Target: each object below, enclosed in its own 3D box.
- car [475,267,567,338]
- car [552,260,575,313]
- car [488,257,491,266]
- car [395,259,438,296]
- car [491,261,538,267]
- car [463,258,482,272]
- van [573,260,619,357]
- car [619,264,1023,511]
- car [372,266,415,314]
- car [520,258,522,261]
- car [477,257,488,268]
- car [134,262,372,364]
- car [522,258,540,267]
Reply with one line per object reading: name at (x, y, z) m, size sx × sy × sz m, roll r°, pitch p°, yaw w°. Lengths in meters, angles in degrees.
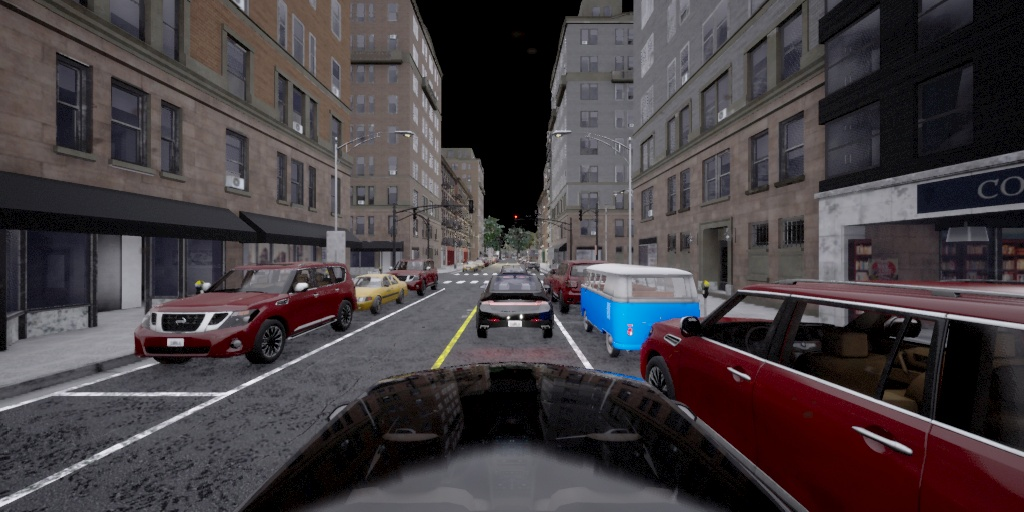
car at (0.083, 1.241, 10.124) m, size 2.128 × 1.511 × 4.902 m, roll 0°, pitch 0°, yaw 0°
car at (2.652, 1.064, 13.928) m, size 2.192 × 1.841 × 5.009 m, roll 0°, pitch 0°, yaw 0°
car at (-5.337, 1.061, 63.070) m, size 2.192 × 1.841 × 5.009 m, roll 0°, pitch 0°, yaw 0°
car at (-5.380, 1.063, 19.617) m, size 2.192 × 1.841 × 5.009 m, roll 0°, pitch 0°, yaw 0°
car at (0.091, 1.240, 20.175) m, size 2.128 × 1.511 × 4.902 m, roll 0°, pitch 0°, yaw -1°
car at (-5.363, 1.272, 46.455) m, size 1.751 × 1.417 × 4.829 m, roll 0°, pitch 0°, yaw 0°
van at (2.645, 1.091, 8.249) m, size 1.690 × 1.789 × 3.998 m, roll 0°, pitch 0°, yaw 0°
car at (2.638, 1.065, 2.570) m, size 2.192 × 1.841 × 5.009 m, roll 0°, pitch 0°, yaw 0°
car at (-5.386, 1.275, 13.768) m, size 1.751 × 1.417 × 4.829 m, roll 0°, pitch 0°, yaw 0°
car at (2.704, 1.297, 57.579) m, size 2.007 × 1.370 × 4.403 m, roll 0°, pitch 0°, yaw 0°
car at (-5.346, 1.272, 57.418) m, size 1.751 × 1.417 × 4.829 m, roll 0°, pitch 0°, yaw 0°
car at (-5.391, 1.064, 8.261) m, size 2.192 × 1.841 × 5.009 m, roll 0°, pitch 0°, yaw 0°
car at (2.691, 1.297, 46.615) m, size 2.007 × 1.370 × 4.403 m, roll 0°, pitch 0°, yaw 0°
